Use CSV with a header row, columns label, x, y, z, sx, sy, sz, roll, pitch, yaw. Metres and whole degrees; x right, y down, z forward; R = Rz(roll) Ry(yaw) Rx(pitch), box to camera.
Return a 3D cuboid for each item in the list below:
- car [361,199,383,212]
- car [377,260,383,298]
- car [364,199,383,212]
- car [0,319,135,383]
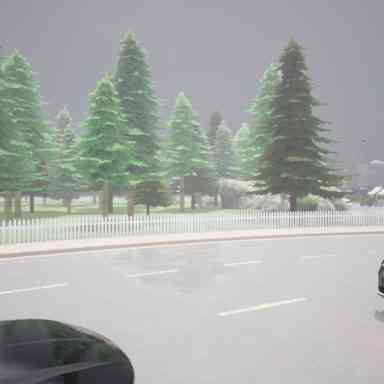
label,x,y,z,sx,sy,sz,roll,pitch,yaw
car,23.111,1.581,41.123,1.812,1.442,4.674,0,0,-3
car,5.680,1.492,6.134,4.902,1.511,2.128,0,0,-23
car,19.910,1.619,36.072,1.994,1.385,4.181,0,0,-3
car,-2.678,1.478,1.653,5.008,1.535,1.882,0,0,-36
